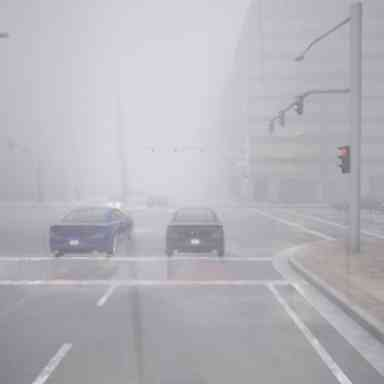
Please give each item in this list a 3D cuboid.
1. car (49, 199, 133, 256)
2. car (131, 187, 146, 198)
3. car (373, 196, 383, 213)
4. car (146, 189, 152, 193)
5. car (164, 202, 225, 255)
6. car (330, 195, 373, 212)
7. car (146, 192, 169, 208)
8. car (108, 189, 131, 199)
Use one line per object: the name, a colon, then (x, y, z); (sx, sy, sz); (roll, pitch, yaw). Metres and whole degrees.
car: (-3.401, 1.247, 12.084); (1.882, 1.535, 5.008); (0, 1, 0)
car: (-10.503, 0.048, 62.235); (2.150, 2.045, 5.566); (0, 1, 1)
car: (17.013, 1.039, 25.718); (4.674, 1.442, 1.812); (0, 1, -1)
car: (-10.474, -0.040, 78.034); (2.033, 1.411, 5.357); (0, 1, 0)
car: (0.099, 1.245, 12.198); (1.882, 1.535, 5.008); (0, 1, 0)
car: (14.615, 0.973, 29.214); (4.674, 1.442, 1.812); (0, 1, -1)
car: (-3.388, 0.955, 34.186); (1.895, 1.301, 4.718); (0, 1, 0)
car: (-10.564, 0.599, 47.268); (2.128, 1.511, 4.902); (0, 1, 0)
